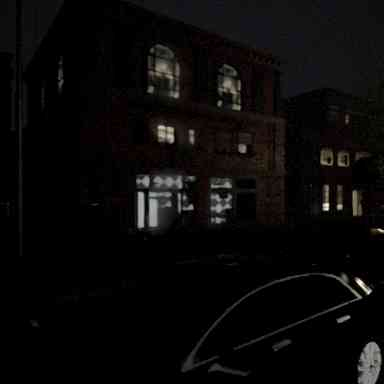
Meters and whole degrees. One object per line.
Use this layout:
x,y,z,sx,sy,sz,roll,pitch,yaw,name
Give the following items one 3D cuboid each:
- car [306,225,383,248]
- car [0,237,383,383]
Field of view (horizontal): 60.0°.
4.440,1.660,9.730,4.313,1.339,1.947,1,-1,-35,car
0.315,1.528,3.605,4.892,1.490,1.837,1,0,-35,car
